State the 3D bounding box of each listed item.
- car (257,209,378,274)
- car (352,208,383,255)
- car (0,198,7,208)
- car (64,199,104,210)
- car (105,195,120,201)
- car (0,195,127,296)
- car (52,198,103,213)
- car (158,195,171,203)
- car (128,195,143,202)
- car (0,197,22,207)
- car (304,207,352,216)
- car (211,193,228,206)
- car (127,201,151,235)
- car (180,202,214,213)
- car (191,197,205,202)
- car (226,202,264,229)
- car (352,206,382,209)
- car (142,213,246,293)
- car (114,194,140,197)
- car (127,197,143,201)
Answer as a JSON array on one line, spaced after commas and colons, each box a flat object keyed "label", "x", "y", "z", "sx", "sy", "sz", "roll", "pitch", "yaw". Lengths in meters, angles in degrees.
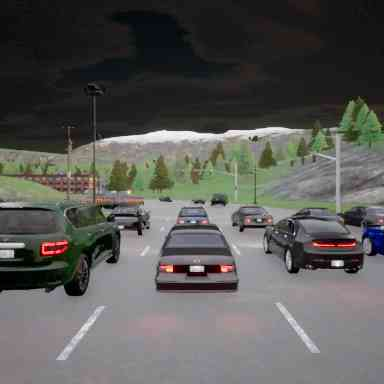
[{"label": "car", "x": 3.580, "y": 1.505, "z": 10.592, "sx": 1.837, "sy": 1.490, "sz": 4.892, "roll": 0, "pitch": 0, "yaw": 0}, {"label": "car", "x": 7.079, "y": 1.478, "z": 10.076, "sx": 1.882, "sy": 1.535, "sz": 5.008, "roll": 0, "pitch": 0, "yaw": 0}, {"label": "car", "x": -29.095, "y": 1.547, "z": 46.332, "sx": 5.357, "sy": 1.411, "sz": 2.033, "roll": 0, "pitch": 0, "yaw": -1}, {"label": "car", "x": -14.010, "y": 1.601, "z": 43.326, "sx": 4.718, "sy": 1.301, "sz": 1.895, "roll": 0, "pitch": 0, "yaw": -5}, {"label": "car", "x": -20.088, "y": 1.553, "z": 83.651, "sx": 1.994, "sy": 1.385, "sz": 4.181, "roll": 0, "pitch": 0, "yaw": -41}, {"label": "car", "x": -3.417, "y": 1.221, "z": 8.757, "sx": 2.150, "sy": 2.045, "sz": 5.566, "roll": 0, "pitch": 0, "yaw": 0}, {"label": "car", "x": -12.449, "y": 1.492, "z": 36.351, "sx": 4.902, "sy": 1.511, "sz": 2.128, "roll": 0, "pitch": 0, "yaw": -6}, {"label": "car", "x": -6.009, "y": 1.500, "z": 72.372, "sx": 1.837, "sy": 1.490, "sz": 4.892, "roll": 0, "pitch": 0, "yaw": -20}, {"label": "car", "x": -13.779, "y": 1.524, "z": 80.846, "sx": 1.812, "sy": 1.442, "sz": 4.674, "roll": 0, "pitch": 0, "yaw": -34}, {"label": "car", "x": -28.467, "y": 1.477, "z": 49.840, "sx": 5.008, "sy": 1.535, "sz": 1.882, "roll": 0, "pitch": 0, "yaw": -1}, {"label": "car", "x": 7.039, "y": 1.564, "z": 19.064, "sx": 1.994, "sy": 1.385, "sz": 4.181, "roll": 0, "pitch": 0, "yaw": 0}, {"label": "car", "x": 4.430, "y": 1.222, "z": 53.476, "sx": 2.150, "sy": 2.045, "sz": 5.566, "roll": 1, "pitch": 0, "yaw": 12}, {"label": "car", "x": -3.453, "y": 1.492, "z": 18.611, "sx": 2.128, "sy": 1.511, "sz": 4.902, "roll": 0, "pitch": 0, "yaw": 0}, {"label": "car", "x": 0.050, "y": 1.547, "z": 19.070, "sx": 2.033, "sy": 1.411, "sz": 5.357, "roll": 0, "pitch": 0, "yaw": 0}, {"label": "car", "x": 1.005, "y": 1.601, "z": 62.262, "sx": 1.895, "sy": 1.301, "sz": 4.718, "roll": 0, "pitch": 0, "yaw": -11}, {"label": "car", "x": 3.527, "y": 1.547, "z": 20.085, "sx": 2.033, "sy": 1.411, "sz": 5.357, "roll": 0, "pitch": 0, "yaw": -1}, {"label": "car", "x": 10.528, "y": 1.547, "z": 20.036, "sx": 2.033, "sy": 1.411, "sz": 5.357, "roll": 0, "pitch": 0, "yaw": -1}, {"label": "car", "x": 0.085, "y": 1.547, "z": 9.000, "sx": 2.033, "sy": 1.411, "sz": 5.357, "roll": 0, "pitch": 0, "yaw": 0}, {"label": "car", "x": -9.308, "y": 1.351, "z": 49.398, "sx": 4.553, "sy": 1.767, "sz": 2.097, "roll": 0, "pitch": 0, "yaw": -36}, {"label": "car", "x": -8.529, "y": 1.601, "z": 41.085, "sx": 4.718, "sy": 1.301, "sz": 1.895, "roll": 0, "pitch": 0, "yaw": -20}]
